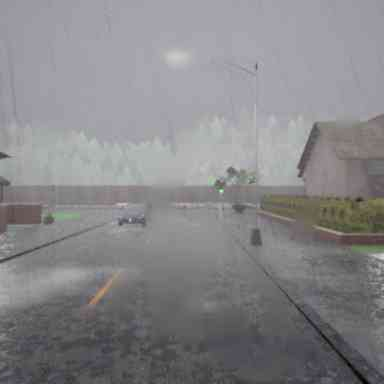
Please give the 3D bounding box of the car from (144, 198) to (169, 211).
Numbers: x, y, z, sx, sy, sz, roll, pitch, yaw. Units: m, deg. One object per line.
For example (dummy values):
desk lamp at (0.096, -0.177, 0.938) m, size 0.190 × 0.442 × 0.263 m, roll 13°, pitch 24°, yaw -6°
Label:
car at (-5.182, 1.513, 41.906) m, size 4.892 × 1.490 × 1.837 m, roll 0°, pitch -1°, yaw 32°

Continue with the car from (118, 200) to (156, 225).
car at (-3.985, 1.560, 23.845) m, size 1.837 × 1.490 × 4.892 m, roll 0°, pitch 0°, yaw 0°
